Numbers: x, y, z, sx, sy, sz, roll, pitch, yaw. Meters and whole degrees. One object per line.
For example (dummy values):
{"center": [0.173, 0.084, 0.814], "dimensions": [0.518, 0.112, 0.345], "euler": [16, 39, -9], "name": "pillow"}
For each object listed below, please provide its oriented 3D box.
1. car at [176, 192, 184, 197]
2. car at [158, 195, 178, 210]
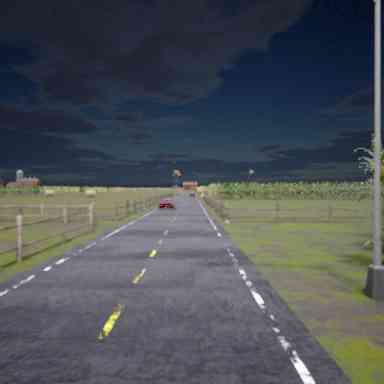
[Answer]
{"center": [-2.738, 0.603, 79.036], "dimensions": [1.882, 1.535, 5.008], "euler": [0, 0, 0], "name": "car"}
{"center": [-2.837, 1.380, 38.495], "dimensions": [1.895, 1.301, 4.718], "euler": [0, 0, 0], "name": "car"}
